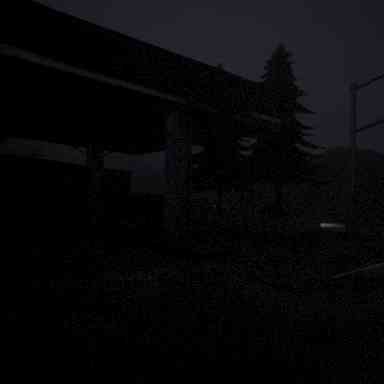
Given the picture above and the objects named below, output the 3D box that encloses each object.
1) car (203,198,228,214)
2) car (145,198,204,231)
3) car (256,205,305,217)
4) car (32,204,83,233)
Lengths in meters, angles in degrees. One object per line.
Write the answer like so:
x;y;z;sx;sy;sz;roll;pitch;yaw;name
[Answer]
1.778;1.455;35.065;2.097;1.767;4.553;0;0;-36;car
-1.336;1.430;20.676;1.905;1.878;3.866;0;0;-37;car
7.244;1.731;27.459;1.994;1.385;4.181;0;0;-36;car
-8.468;1.539;20.816;2.242;1.667;4.611;0;0;-37;car
